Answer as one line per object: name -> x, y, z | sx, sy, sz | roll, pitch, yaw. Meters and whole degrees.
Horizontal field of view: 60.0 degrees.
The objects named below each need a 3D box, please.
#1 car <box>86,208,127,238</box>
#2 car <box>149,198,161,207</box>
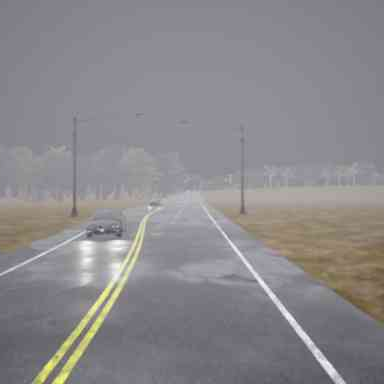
car -> -4.827, 1.726, 19.278 | 1.837, 1.490, 4.892 | 0, -1, -6
car -> -6.725, 1.869, 61.033 | 1.882, 1.535, 5.008 | 0, 0, 1
